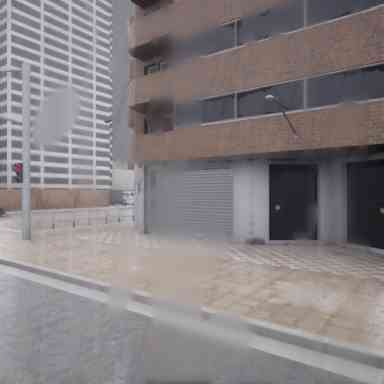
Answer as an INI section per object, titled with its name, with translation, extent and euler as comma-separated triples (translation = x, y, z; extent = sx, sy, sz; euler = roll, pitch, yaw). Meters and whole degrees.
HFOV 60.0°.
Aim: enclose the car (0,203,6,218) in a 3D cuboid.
[car]
translation = -18.118, 1.352, 27.565
extent = 2.097, 1.767, 4.553
euler = 0, 0, 36
